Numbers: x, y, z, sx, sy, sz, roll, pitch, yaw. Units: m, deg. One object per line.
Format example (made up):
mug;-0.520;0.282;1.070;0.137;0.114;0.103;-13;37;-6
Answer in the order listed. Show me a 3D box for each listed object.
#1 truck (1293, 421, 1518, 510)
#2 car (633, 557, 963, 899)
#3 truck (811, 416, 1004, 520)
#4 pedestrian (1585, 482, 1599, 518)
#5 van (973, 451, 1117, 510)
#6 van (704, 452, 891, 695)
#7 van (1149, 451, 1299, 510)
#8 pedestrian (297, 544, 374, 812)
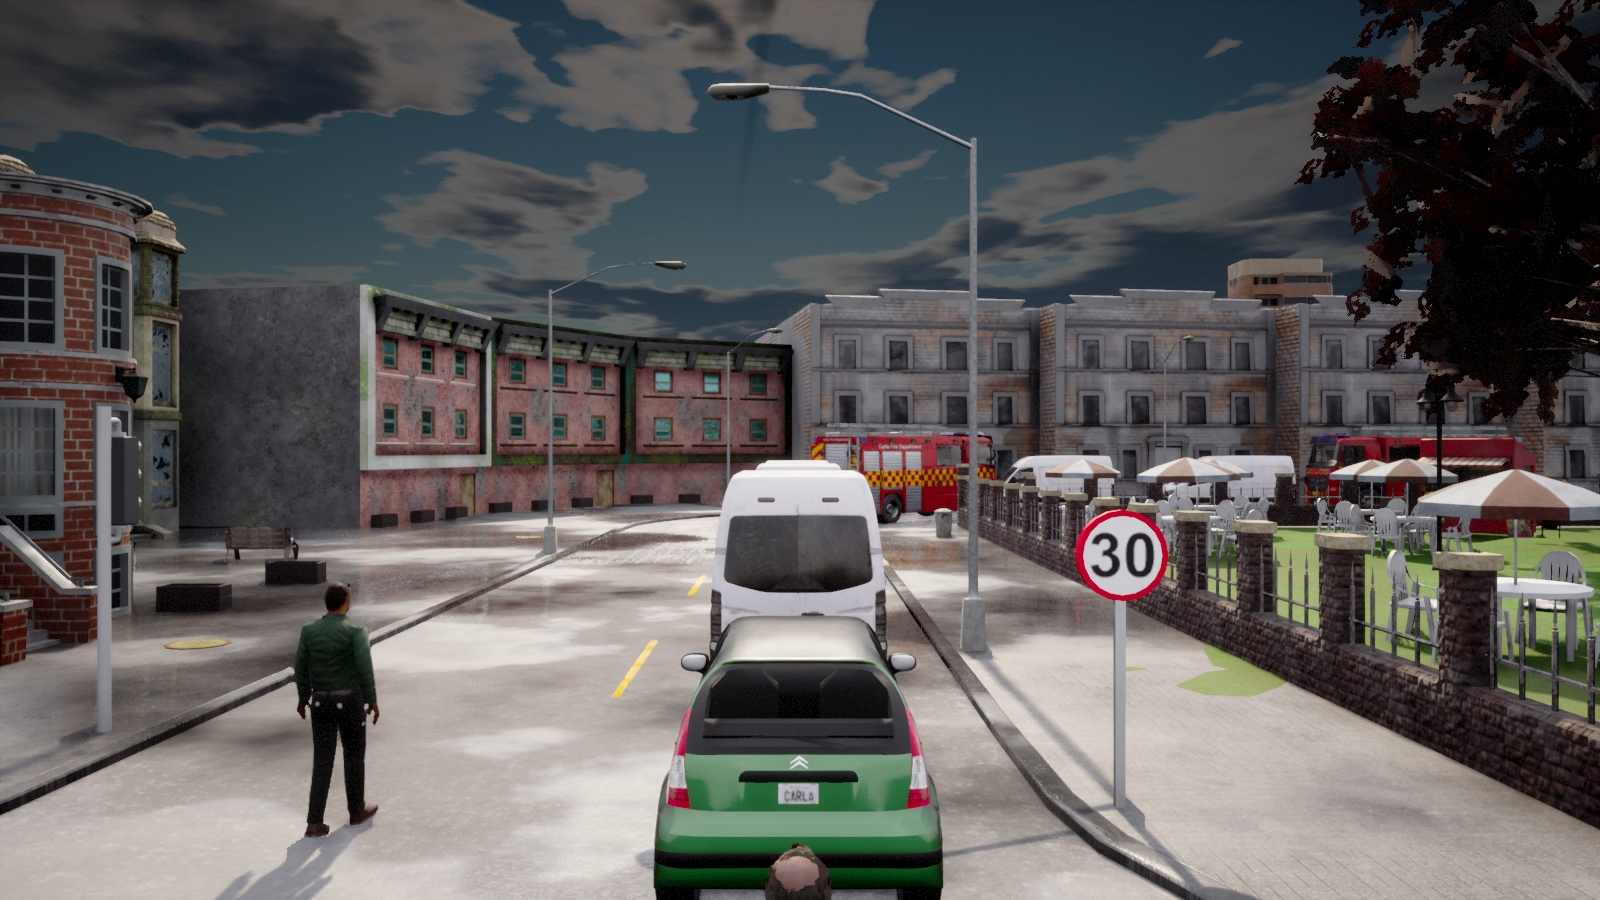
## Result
truck;26.739;0.670;50.713;8.468;3.827;2.891;0;0;0
car;-0.015;1.779;8.404;1.851;1.617;3.988;0;0;0
truck;4.502;0.672;46.247;8.468;3.827;2.891;0;0;-43
pedestrian;28.970;1.805;41.703;0.375;1.300;0.375;0;0;0
van;10.768;1.314;50.430;5.915;2.561;1.988;0;0;0
van;-0.025;1.315;15.105;1.988;2.561;5.915;0;0;0
van;18.656;1.314;50.452;5.915;2.561;1.988;0;0;0
pedestrian;-3.363;1.628;8.280;0.375;1.860;0.375;0;0;9
